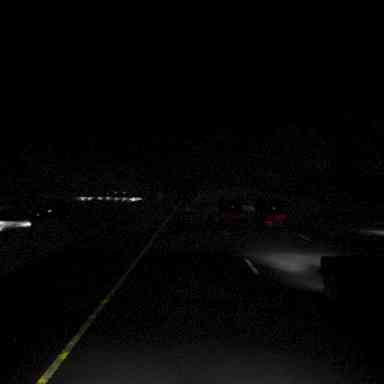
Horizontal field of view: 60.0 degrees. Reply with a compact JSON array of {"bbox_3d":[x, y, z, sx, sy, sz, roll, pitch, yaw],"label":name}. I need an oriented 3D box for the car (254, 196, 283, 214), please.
[{"bbox_3d":[7.086,1.142,31.061,2.128,1.511,4.902,0,1,0],"label":"car"}]

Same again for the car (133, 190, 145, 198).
[{"bbox_3d":[-10.532,0.328,66.533,2.128,1.511,4.902,0,1,0],"label":"car"}]

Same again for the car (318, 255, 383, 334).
[{"bbox_3d":[3.599,1.573,4.949,1.895,1.301,4.718,0,0,0],"label":"car"}]

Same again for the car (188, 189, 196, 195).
[{"bbox_3d":[-0.037,0.043,78.773,1.994,1.385,4.181,0,1,0],"label":"car"}]

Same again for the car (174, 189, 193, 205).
[{"bbox_3d":[-1.245,0.599,44.020,2.150,2.045,5.566,0,1,0],"label":"car"}]

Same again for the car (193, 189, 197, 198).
[{"bbox_3d":[-0.029,0.212,66.222,2.097,1.767,4.553,0,1,0],"label":"car"}]

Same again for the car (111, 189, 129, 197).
[{"bbox_3d":[-14.032,0.162,66.554,2.097,1.767,4.553,0,1,0],"label":"car"}]

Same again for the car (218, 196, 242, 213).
[{"bbox_3d":[3.586,1.112,31.852,1.882,1.535,5.008,0,1,0],"label":"car"}]

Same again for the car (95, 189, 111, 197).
[{"bbox_3d":[-17.532,0.172,67.923,2.097,1.767,4.553,0,1,0],"label":"car"}]

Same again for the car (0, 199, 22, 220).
[{"bbox_3d":[-14.100,1.270,25.210,1.812,1.442,4.674,0,1,0],"label":"car"}]

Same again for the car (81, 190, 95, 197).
[{"bbox_3d":[-21.032,0.370,67.896,1.994,1.385,4.181,0,1,0],"label":"car"}]

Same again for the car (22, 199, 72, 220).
[{"bbox_3d":[-10.600,1.271,25.212,1.812,1.442,4.674,0,1,0],"label":"car"}]
